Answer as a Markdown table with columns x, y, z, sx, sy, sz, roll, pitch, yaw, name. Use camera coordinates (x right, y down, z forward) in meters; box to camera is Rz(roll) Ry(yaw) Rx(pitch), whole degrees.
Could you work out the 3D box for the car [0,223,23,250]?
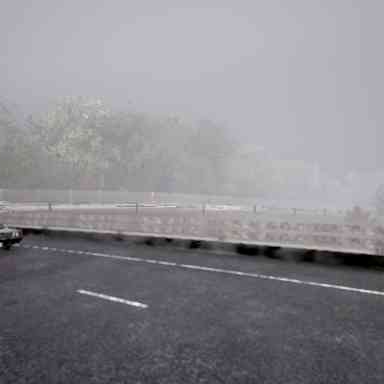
| x | y | z | sx | sy | sz | roll | pitch | yaw | name |
| --- | --- | --- | --- | --- | --- | --- | --- | --- | --- |
| -9.252 | 1.743 | 13.656 | 4.718 | 1.301 | 1.895 | -1 | 0 | 28 | car |
